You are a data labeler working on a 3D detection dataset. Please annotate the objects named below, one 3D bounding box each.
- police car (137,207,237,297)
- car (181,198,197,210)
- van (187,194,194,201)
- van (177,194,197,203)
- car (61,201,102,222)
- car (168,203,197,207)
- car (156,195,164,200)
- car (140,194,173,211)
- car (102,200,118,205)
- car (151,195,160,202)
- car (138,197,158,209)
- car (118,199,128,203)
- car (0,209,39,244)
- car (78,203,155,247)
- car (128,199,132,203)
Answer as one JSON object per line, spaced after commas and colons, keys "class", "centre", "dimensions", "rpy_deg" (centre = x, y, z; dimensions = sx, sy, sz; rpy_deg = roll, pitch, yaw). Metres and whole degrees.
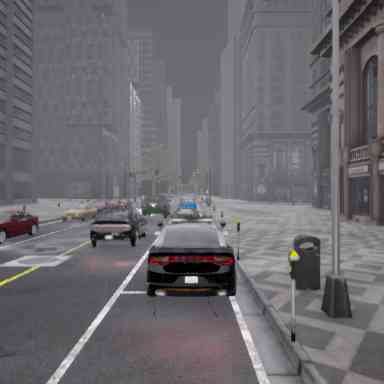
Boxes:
{"class": "police car", "centre": [-0.012, 1.425, 8.760], "dimensions": [1.930, 1.638, 5.238], "rpy_deg": [0, 0, 0]}
{"class": "car", "centre": [-0.367, 1.550, 43.337], "dimensions": [1.887, 1.381, 4.507], "rpy_deg": [0, 0, 0]}
{"class": "van", "centre": [-0.380, 1.377, 86.847], "dimensions": [1.690, 1.788, 3.998], "rpy_deg": [0, 0, 0]}
{"class": "van", "centre": [-0.368, 1.344, 32.287], "dimensions": [1.690, 1.788, 3.998], "rpy_deg": [0, 0, 0]}
{"class": "car", "centre": [-8.918, 1.528, 26.609], "dimensions": [1.752, 1.417, 4.829], "rpy_deg": [0, 0, 0]}
{"class": "car", "centre": [-0.370, 1.584, 21.237], "dimensions": [1.802, 1.307, 4.206], "rpy_deg": [0, 0, 0]}
{"class": "car", "centre": [-8.906, 1.586, 92.029], "dimensions": [1.887, 1.381, 4.507], "rpy_deg": [0, 0, 0]}
{"class": "car", "centre": [-3.144, 1.220, 29.743], "dimensions": [2.150, 2.045, 5.566], "rpy_deg": [0, 0, 0]}
{"class": "car", "centre": [-8.919, 1.548, 32.304], "dimensions": [1.887, 1.381, 4.507], "rpy_deg": [0, 0, 0]}
{"class": "car", "centre": [-8.912, 1.555, 81.278], "dimensions": [1.752, 1.417, 4.829], "rpy_deg": [0, 0, 0]}
{"class": "car", "centre": [-6.150, 1.500, 47.173], "dimensions": [2.128, 1.511, 4.902], "rpy_deg": [0, 0, 0]}
{"class": "car", "centre": [-8.921, 1.549, 37.830], "dimensions": [1.887, 1.381, 4.507], "rpy_deg": [0, 0, 0]}
{"class": "car", "centre": [-8.916, 1.546, 15.728], "dimensions": [1.887, 1.381, 4.507], "rpy_deg": [0, 0, 0]}
{"class": "car", "centre": [-3.140, 1.494, 15.028], "dimensions": [2.128, 1.511, 4.902], "rpy_deg": [0, 0, 0]}
{"class": "car", "centre": [-8.922, 1.550, 43.355], "dimensions": [1.887, 1.381, 4.507], "rpy_deg": [0, 0, 0]}
